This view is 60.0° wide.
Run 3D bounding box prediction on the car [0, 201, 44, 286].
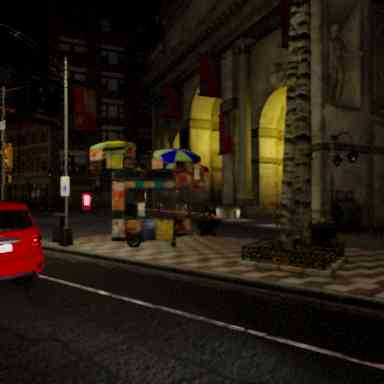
[{"bbox_3d":[-5.962,1.228,8.226,5.566,2.045,2.150,0,0,35],"label":"car"}]
